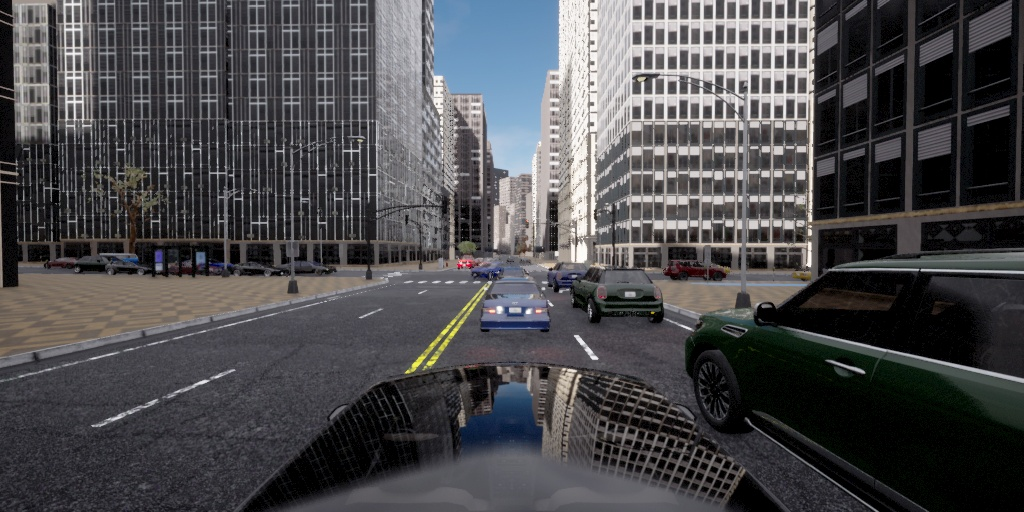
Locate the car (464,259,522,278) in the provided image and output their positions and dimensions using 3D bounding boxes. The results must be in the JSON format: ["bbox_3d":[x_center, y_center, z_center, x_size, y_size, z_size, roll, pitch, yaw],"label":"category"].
[{"bbox_3d":[-1.561,1.277,31.598,1.882,1.535,5.008,-1,0,37],"label":"car"}]

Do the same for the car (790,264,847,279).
[{"bbox_3d":[31.789,1.561,37.308,4.181,1.385,1.994,1,1,1],"label":"car"}]

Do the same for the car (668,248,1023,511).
[{"bbox_3d":[3.345,0.971,2.371,2.150,2.045,5.566,0,0,0],"label":"car"}]

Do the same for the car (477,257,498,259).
[{"bbox_3d":[-3.432,1.068,51.209,2.097,1.767,4.553,0,0,-1],"label":"car"}]

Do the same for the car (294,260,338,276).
[{"bbox_3d":[-19.989,1.136,34.856,5.357,1.411,2.033,1,1,1],"label":"car"}]

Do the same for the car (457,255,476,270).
[{"bbox_3d":[-6.713,0.935,53.353,2.150,2.045,5.566,0,0,0],"label":"car"}]

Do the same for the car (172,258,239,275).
[{"bbox_3d":[-29.850,0.977,35.034,5.008,1.535,1.882,1,1,1],"label":"car"}]

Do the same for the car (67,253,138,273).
[{"bbox_3d":[-39.881,0.760,35.219,4.553,1.767,2.097,1,1,1],"label":"car"}]

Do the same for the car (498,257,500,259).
[{"bbox_3d":[-3.471,1.231,60.053,1.812,1.442,4.674,0,0,0],"label":"car"}]

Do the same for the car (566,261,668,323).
[{"bbox_3d":[3.325,1.097,12.217,2.097,1.767,4.553,0,0,0],"label":"car"}]

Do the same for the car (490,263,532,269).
[{"bbox_3d":[0.055,1.304,20.014,1.994,1.385,4.181,0,0,0],"label":"car"}]

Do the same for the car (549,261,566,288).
[{"bbox_3d":[3.303,1.092,21.082,2.097,1.767,4.553,0,0,0],"label":"car"}]

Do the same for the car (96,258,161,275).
[{"bbox_3d":[-34.170,1.069,32.478,4.313,1.339,1.948,0,0,1],"label":"car"}]

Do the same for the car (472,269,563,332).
[{"bbox_3d":[0.080,1.293,10.771,2.033,1.411,5.357,0,0,0],"label":"car"}]

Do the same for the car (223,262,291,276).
[{"bbox_3d":[-22.804,1.173,32.199,4.313,1.339,1.948,0,0,1],"label":"car"}]

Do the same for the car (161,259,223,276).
[{"bbox_3d":[-28.489,1.137,32.318,4.207,1.307,1.802,0,0,1],"label":"car"}]
